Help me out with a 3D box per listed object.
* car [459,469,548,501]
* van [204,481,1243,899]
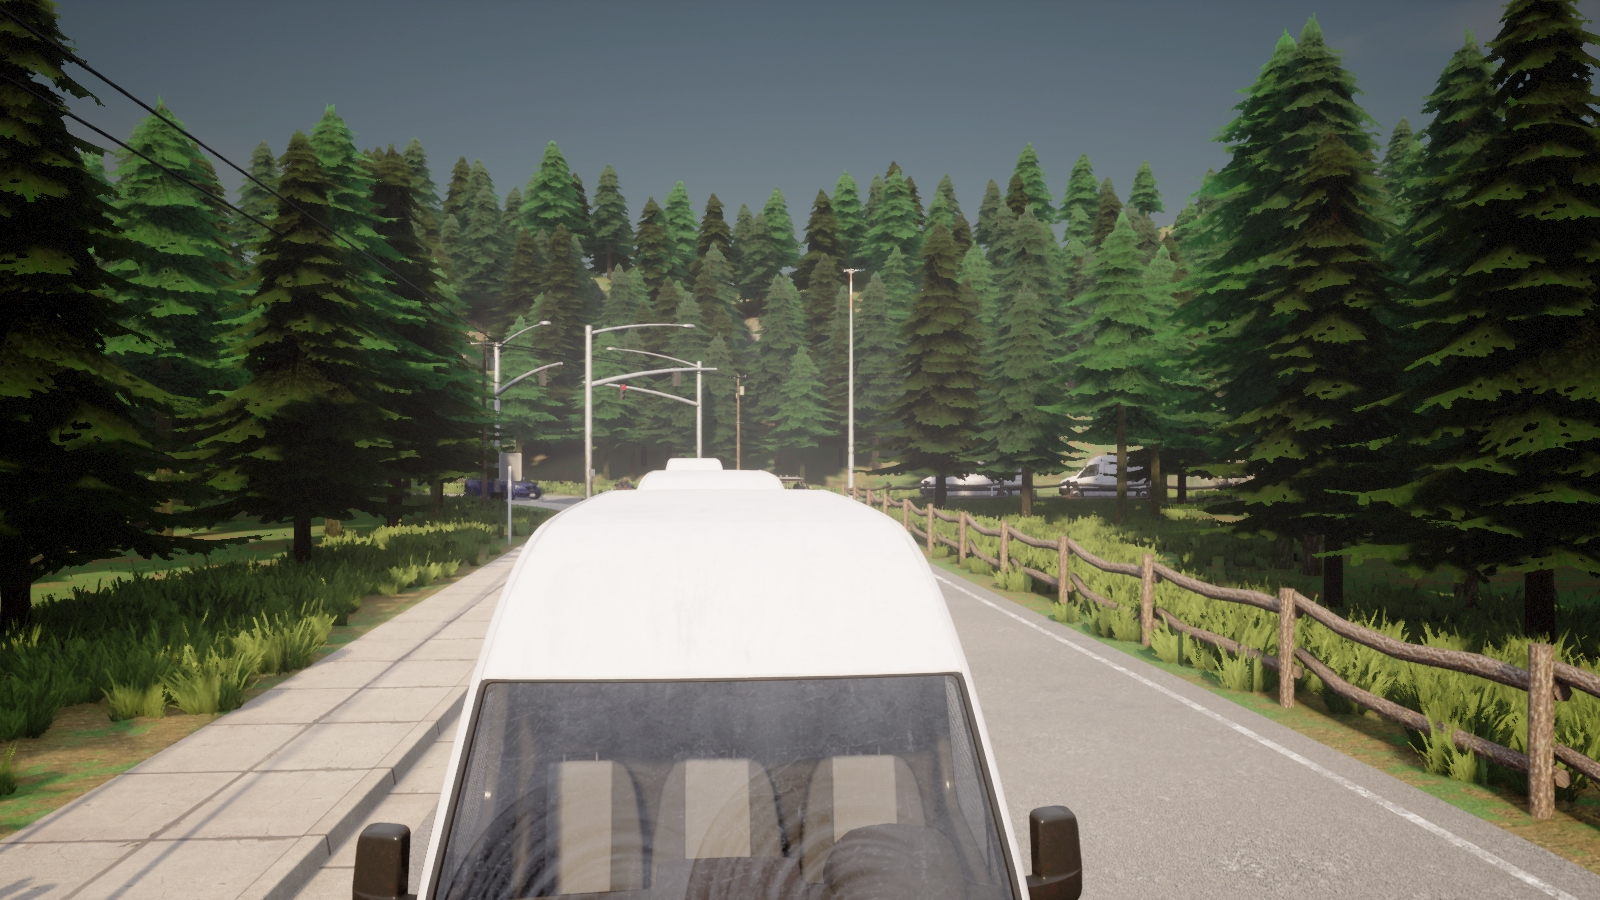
[{"bbox_3d":[-16.638,1.942,64.034,4.611,1.667,2.242,0,0,32],"label":"car"},{"bbox_3d":[-0.347,1.500,5.141,1.988,2.561,5.915,0,0,-5],"label":"van"}]
